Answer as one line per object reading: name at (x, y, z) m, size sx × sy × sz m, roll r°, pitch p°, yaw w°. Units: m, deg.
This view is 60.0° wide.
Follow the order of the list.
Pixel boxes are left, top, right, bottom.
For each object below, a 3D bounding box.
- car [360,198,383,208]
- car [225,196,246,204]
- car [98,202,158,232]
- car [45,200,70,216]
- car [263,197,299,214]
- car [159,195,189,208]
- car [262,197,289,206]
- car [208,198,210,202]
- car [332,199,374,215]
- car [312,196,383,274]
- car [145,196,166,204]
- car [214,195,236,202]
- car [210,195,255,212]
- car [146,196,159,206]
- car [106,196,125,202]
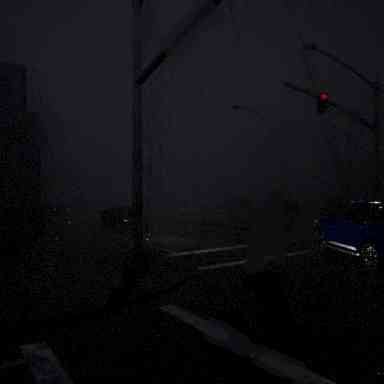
car at (27.860, 1.633, 51.322) m, size 3.806 × 1.475 × 1.970 m, roll 0°, pitch 0°, yaw -36°
car at (8.519, 1.579, 65.028) m, size 3.633 × 1.501 × 1.845 m, roll 0°, pitch 0°, yaw -36°
car at (-4.514, 1.681, 21.602) m, size 2.128 × 1.511 × 4.902 m, roll 0°, pitch 0°, yaw -36°
car at (-14.496, 1.693, 35.538) m, size 1.837 × 1.490 × 4.892 m, roll 0°, pitch 0°, yaw -36°
car at (9.043, 1.465, 33.740) m, size 3.806 × 1.475 × 1.970 m, roll 0°, pitch 0°, yaw -36°
car at (-2.420, 1.309, 49.161) m, size 3.866 × 1.878 × 1.905 m, roll 0°, pitch 0°, yaw -36°
car at (14.309, 1.558, 56.884) m, size 4.514 × 1.523 × 2.007 m, roll 0°, pitch 0°, yaw -36°
car at (5.977, 1.610, 81.645) m, size 4.514 × 1.523 × 2.007 m, roll 0°, pitch 0°, yaw -36°
car at (16.905, 1.541, 34.873) m, size 4.514 × 1.523 × 2.007 m, roll 0°, pitch 0°, yaw -36°
car at (6.098, 1.320, 11.201) m, size 2.150 × 2.045 × 5.566 m, roll 0°, pitch 0°, yaw -4°
car at (-7.404, 1.627, 68.365) m, size 3.806 × 1.475 × 1.970 m, roll 0°, pitch 0°, yaw -36°
car at (7.848, 1.601, 79.127) m, size 5.027 × 1.636 × 2.152 m, roll 0°, pitch 0°, yaw -36°
car at (5.039, 1.386, 38.765) m, size 5.027 × 1.636 × 2.152 m, roll 0°, pitch 0°, yaw -36°
car at (-4.448, 1.328, 51.282) m, size 4.605 × 1.855 × 1.932 m, roll 0°, pitch 0°, yaw -36°
car at (-15.170, 1.605, 66.461) m, size 3.633 × 1.501 × 1.845 m, roll 0°, pitch 0°, yaw -36°
